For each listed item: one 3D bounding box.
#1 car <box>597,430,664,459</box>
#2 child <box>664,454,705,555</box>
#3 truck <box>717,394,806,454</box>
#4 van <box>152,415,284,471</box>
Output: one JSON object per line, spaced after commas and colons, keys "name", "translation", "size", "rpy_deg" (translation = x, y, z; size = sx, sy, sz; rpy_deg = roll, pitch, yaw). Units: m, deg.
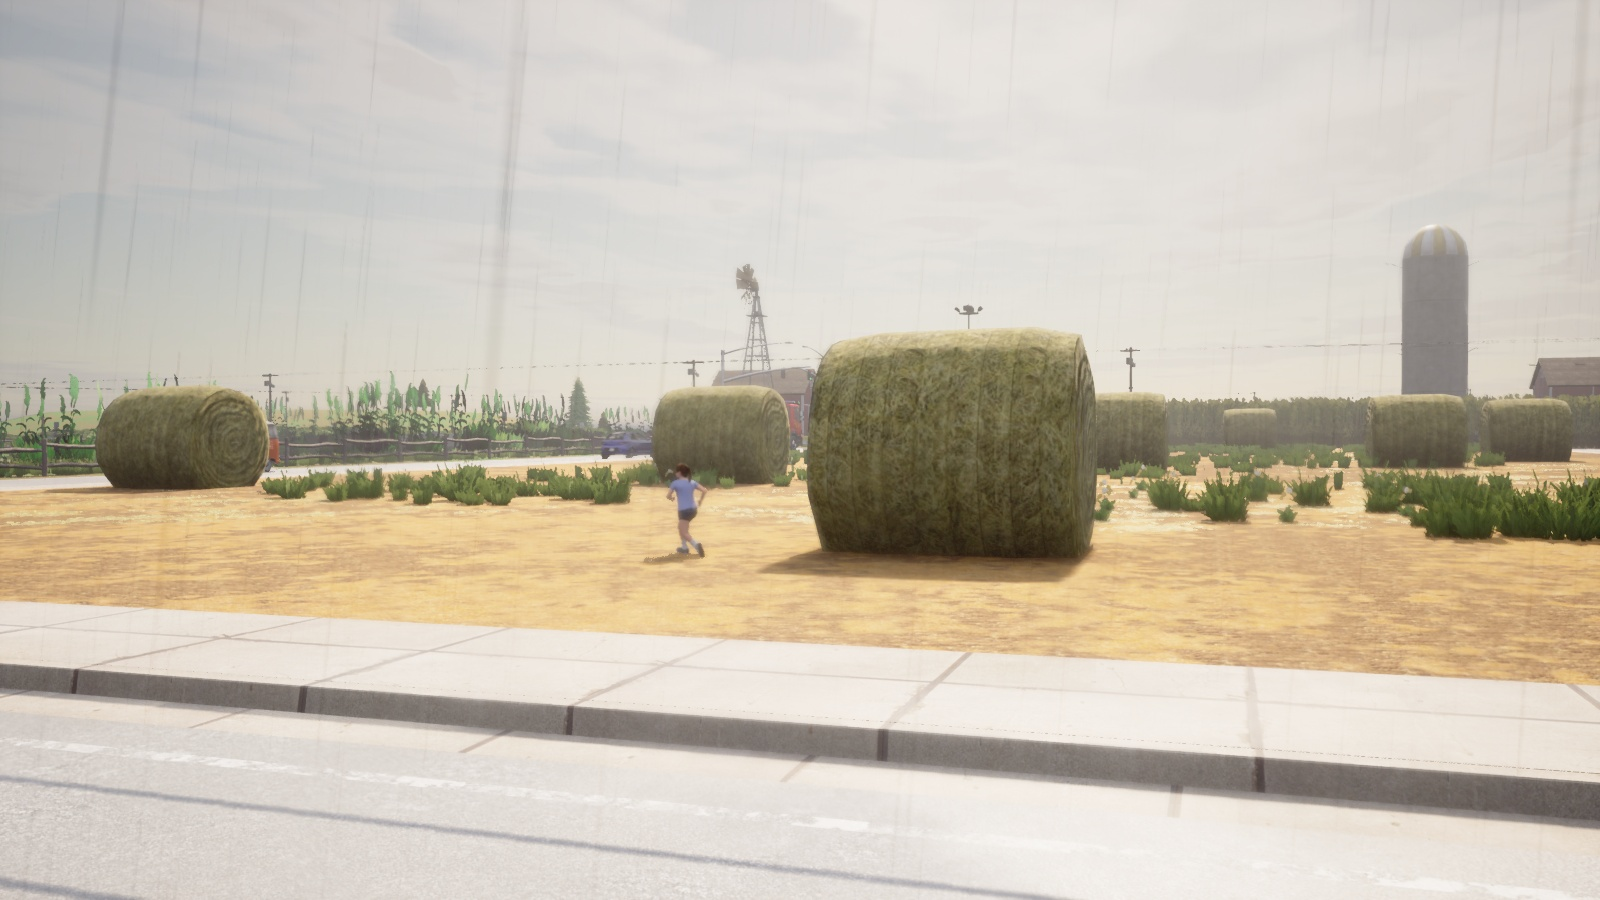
{"name": "car", "translation": [-9.168, -0.322, 68.284], "size": [1.816, 1.474, 4.193], "rpy_deg": [1, 1, 21]}
{"name": "child", "translation": [-1.300, 0.609, 14.126], "size": [0.394, 1.110, 0.255], "rpy_deg": [1, 1, 43]}
{"name": "truck", "translation": [-2.522, -1.747, 85.215], "size": [2.891, 3.827, 8.468], "rpy_deg": [1, 1, 22]}
{"name": "van", "translation": [-21.448, -0.281, 46.502], "size": [1.775, 1.987, 4.442], "rpy_deg": [1, 1, 21]}
